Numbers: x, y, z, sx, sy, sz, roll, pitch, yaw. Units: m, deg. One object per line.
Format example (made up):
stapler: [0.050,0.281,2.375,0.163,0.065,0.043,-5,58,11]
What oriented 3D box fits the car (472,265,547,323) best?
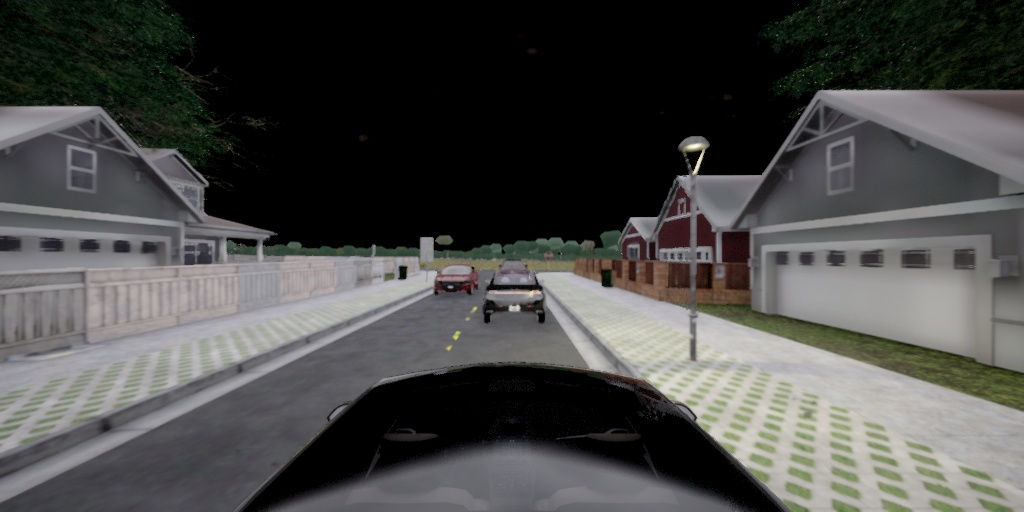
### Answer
car: [0.078,1.195,11.923,2.128,1.511,4.902,0,0,0]

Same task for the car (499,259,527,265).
car: [0.079,1.007,25.691,2.097,1.767,4.553,0,0,0]

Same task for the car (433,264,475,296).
car: [-2.836,1.156,19.096,1.882,1.535,5.008,0,0,0]
